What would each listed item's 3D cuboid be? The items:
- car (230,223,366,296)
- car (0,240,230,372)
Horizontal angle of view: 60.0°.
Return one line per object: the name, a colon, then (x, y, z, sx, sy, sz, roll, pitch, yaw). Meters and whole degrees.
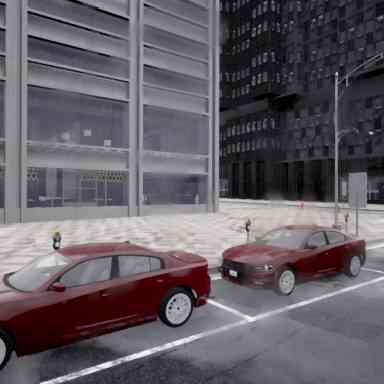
car: (2.736, 1.545, 8.635, 4.507, 1.381, 1.887, 0, 0, -36)
car: (-1.755, 1.545, 5.416, 4.507, 1.381, 1.887, 0, 0, -36)
